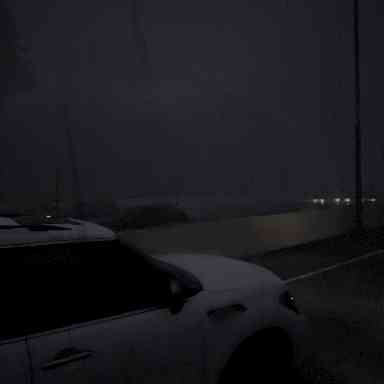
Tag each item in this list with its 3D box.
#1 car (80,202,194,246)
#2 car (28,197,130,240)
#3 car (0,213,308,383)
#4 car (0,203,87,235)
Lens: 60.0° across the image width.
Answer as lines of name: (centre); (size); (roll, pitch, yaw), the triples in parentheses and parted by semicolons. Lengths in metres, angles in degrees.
car: (-2.427, 1.331, 15.483); (4.892, 1.490, 1.837); (-2, 1, -38)
car: (-5.806, 1.222, 17.303); (4.553, 1.767, 2.097); (-2, 1, -38)
car: (-1.432, 1.214, 2.793); (5.566, 2.045, 2.150); (-2, 1, -35)
car: (-9.081, 1.459, 19.141); (5.357, 1.411, 2.033); (-2, 1, -37)
